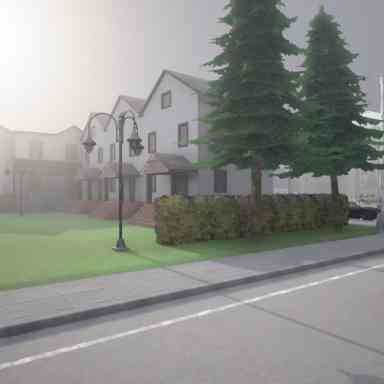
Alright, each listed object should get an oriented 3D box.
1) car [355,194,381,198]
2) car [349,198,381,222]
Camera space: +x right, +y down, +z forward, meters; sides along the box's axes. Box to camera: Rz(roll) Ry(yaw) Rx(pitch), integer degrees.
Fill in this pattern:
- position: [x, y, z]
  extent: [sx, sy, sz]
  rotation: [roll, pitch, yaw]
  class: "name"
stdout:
- position: [26.486, 1.097, 48.752]
  extent: [1.932, 1.855, 4.605]
  rotation: [0, 0, -36]
  class: "car"
- position: [11.781, 1.356, 24.669]
  extent: [2.033, 1.411, 5.357]
  rotation: [0, 0, -36]
  class: "car"
